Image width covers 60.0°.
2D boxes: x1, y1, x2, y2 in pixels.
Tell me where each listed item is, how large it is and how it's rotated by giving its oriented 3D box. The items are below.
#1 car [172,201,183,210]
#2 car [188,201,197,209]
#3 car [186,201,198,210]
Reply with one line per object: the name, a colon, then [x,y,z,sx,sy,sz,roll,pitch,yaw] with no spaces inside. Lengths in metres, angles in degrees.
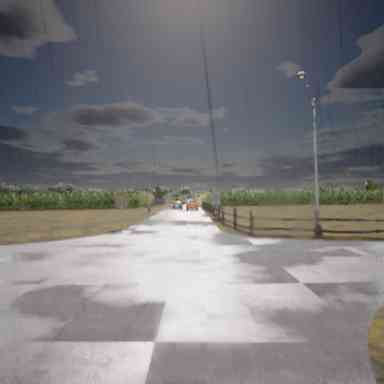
car: [-2.715,2.525,62.646,2.128,1.511,4.902,0,-1,0]
car: [0.039,2.625,68.478,1.837,1.490,4.892,0,-1,0]
car: [0.033,2.303,58.446,2.097,1.767,4.553,0,-1,0]
